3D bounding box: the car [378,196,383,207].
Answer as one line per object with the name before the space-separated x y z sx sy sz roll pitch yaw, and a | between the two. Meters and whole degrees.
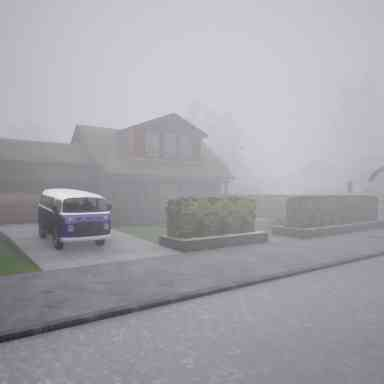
car | 24.631 0.979 41.423 3.866 1.878 1.905 0 0 -1
